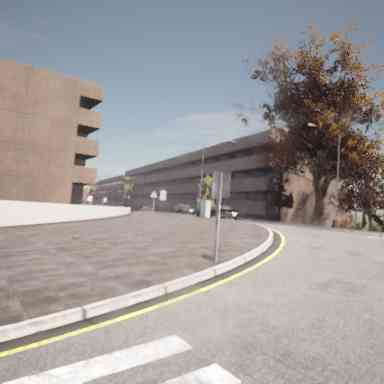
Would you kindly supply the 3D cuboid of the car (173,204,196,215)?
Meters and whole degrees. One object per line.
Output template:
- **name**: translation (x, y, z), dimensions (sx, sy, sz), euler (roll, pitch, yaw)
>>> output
- **car**: translation (-1.050, 2.386, 45.508), dimensions (2.128, 1.511, 4.902), euler (5, -4, -24)

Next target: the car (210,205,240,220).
- **car**: translation (3.323, 2.110, 35.420), dimensions (2.128, 1.511, 4.902), euler (5, -3, -23)

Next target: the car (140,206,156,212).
- **car**: translation (-8.062, 3.346, 60.677), dimensions (1.837, 1.490, 4.892), euler (5, -7, -25)
